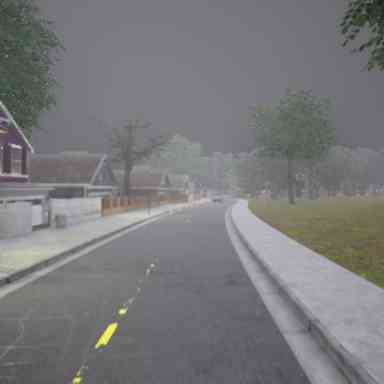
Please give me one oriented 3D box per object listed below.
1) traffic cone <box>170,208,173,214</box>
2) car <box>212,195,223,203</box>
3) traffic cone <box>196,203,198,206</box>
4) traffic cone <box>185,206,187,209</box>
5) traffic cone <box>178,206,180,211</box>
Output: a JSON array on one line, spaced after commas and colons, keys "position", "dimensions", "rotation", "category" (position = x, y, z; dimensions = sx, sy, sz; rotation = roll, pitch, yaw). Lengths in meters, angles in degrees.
[{"position": [-2.029, 1.903, 32.727], "dimensions": [0.340, 0.580, 0.340], "rotation": [0, 0, 6], "category": "traffic cone"}, {"position": [5.101, 1.407, 65.655], "dimensions": [1.882, 1.535, 5.008], "rotation": [0, 0, 9], "category": "car"}, {"position": [0.805, 1.875, 52.686], "dimensions": [0.340, 0.580, 0.340], "rotation": [0, 0, 10], "category": "traffic cone"}, {"position": [-0.774, 1.888, 42.729], "dimensions": [0.340, 0.580, 0.340], "rotation": [0, 0, 8], "category": "traffic cone"}, {"position": [-1.442, 1.895, 37.733], "dimensions": [0.340, 0.580, 0.340], "rotation": [0, 0, 7], "category": "traffic cone"}]
